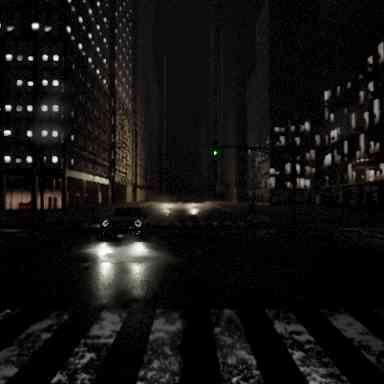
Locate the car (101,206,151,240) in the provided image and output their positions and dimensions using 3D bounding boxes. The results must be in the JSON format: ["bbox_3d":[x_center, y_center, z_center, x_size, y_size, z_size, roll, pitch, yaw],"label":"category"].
[{"bbox_3d":[-3.463,1.566,18.070,2.097,1.767,4.553,0,-1,-2],"label":"car"}]
